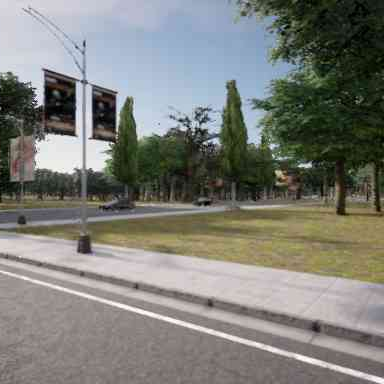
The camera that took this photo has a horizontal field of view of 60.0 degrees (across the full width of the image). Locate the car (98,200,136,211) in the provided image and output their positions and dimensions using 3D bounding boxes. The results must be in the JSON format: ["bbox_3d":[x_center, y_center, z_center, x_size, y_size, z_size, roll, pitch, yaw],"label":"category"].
[{"bbox_3d":[-9.734,1.734,43.732,2.033,1.411,5.357,0,0,35],"label":"car"}]

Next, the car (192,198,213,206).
[{"bbox_3d":[2.003,1.819,60.307,1.882,1.535,5.008,0,-1,35],"label":"car"}]
